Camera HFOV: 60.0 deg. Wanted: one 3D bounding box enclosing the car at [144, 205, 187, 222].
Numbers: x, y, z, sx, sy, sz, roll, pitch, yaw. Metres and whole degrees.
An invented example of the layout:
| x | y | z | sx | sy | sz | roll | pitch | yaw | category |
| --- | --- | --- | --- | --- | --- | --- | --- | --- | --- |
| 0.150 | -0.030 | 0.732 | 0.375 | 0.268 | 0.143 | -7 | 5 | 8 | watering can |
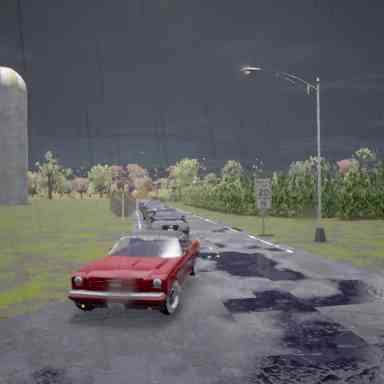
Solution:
| x | y | z | sx | sy | sz | roll | pitch | yaw | category |
| --- | --- | --- | --- | --- | --- | --- | --- | --- | --- |
| -1.353 | 1.649 | 17.798 | 1.994 | 1.385 | 4.181 | -1 | 0 | -10 | car |

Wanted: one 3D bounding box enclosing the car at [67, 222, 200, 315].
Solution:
| x | y | z | sx | sy | sz | roll | pitch | yaw | category |
| --- | --- | --- | --- | --- | --- | --- | --- | --- | --- |
| -0.997 | 1.659 | 7.932 | 1.895 | 1.301 | 4.718 | -1 | 0 | 8 | car |

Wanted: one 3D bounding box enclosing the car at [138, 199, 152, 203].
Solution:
| x | y | z | sx | sy | sz | roll | pitch | yaw | category |
| --- | --- | --- | --- | --- | --- | --- | --- | --- | --- |
| -4.454 | 1.709 | 35.732 | 2.033 | 1.411 | 5.357 | -1 | 0 | -10 | car |

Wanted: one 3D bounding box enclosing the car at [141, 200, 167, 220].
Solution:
| x | y | z | sx | sy | sz | roll | pitch | yaw | category |
| --- | --- | --- | --- | --- | --- | --- | --- | --- | --- |
| -2.306 | 1.600 | 23.444 | 2.128 | 1.511 | 4.902 | -1 | 0 | -10 | car |

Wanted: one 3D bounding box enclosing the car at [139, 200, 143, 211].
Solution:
| x | y | z | sx | sy | sz | roll | pitch | yaw | category |
| --- | --- | --- | --- | --- | --- | --- | --- | --- | --- |
| -3.417 | 1.700 | 29.866 | 1.994 | 1.385 | 4.181 | -1 | 0 | -10 | car |

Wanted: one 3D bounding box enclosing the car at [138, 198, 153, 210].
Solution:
| x | y | z | sx | sy | sz | roll | pitch | yaw | category |
| --- | --- | --- | --- | --- | --- | --- | --- | --- | --- |
| -6.733 | 1.695 | 48.170 | 1.882 | 1.535 | 5.008 | -1 | 0 | -11 | car |

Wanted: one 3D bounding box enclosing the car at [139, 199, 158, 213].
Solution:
| x | y | z | sx | sy | sz | roll | pitch | yaw | category |
| --- | --- | --- | --- | --- | --- | --- | --- | --- | --- |
| -5.608 | 1.682 | 42.084 | 2.128 | 1.511 | 4.902 | -1 | 0 | -10 | car |
